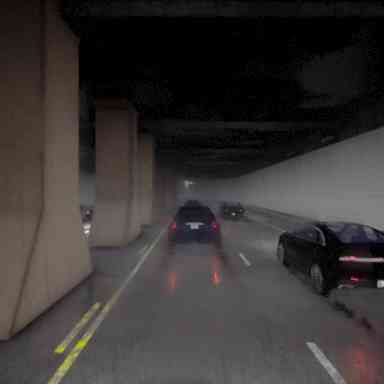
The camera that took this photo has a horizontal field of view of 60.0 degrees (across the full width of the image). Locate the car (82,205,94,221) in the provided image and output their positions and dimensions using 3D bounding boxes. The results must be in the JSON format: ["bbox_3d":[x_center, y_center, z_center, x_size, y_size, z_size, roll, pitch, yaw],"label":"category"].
[{"bbox_3d":[-7.099,1.605,27.159,1.895,1.301,4.718,0,0,0],"label":"car"}]

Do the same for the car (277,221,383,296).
[{"bbox_3d":[3.601,1.493,8.609,2.128,1.511,4.902,0,0,0],"label":"car"}]

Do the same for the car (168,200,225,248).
[{"bbox_3d":[0.099,1.354,14.854,2.097,1.767,4.553,0,0,0],"label":"car"}]

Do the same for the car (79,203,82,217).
[{"bbox_3d":[-10.599,1.482,27.909,1.882,1.535,5.008,0,0,0],"label":"car"}]

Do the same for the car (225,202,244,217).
[{"bbox_3d":[3.599,1.606,30.958,1.895,1.301,4.718,0,0,0],"label":"car"}]

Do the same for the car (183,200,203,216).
[{"bbox_3d":[0.085,1.531,33.533,1.812,1.442,4.674,0,0,0],"label":"car"}]
